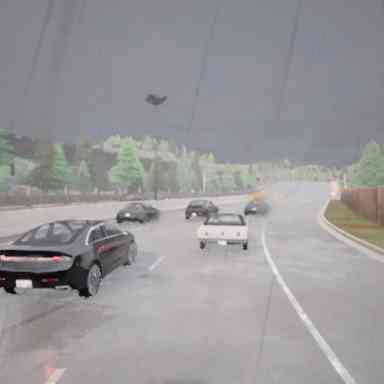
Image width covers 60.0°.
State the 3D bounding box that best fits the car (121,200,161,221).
[{"bbox_3d":[-3.639,1.432,23.294,1.994,1.385,4.181,0,0,14],"label":"car"}]

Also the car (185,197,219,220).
[{"bbox_3d":[0.870,1.377,26.376,1.837,1.490,4.892,0,0,17],"label":"car"}]

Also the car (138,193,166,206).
[{"bbox_3d":[-5.768,1.085,48.538,2.097,1.767,4.553,0,0,23],"label":"car"}]

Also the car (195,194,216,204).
[{"bbox_3d":[2.409,1.211,58.705,2.128,1.511,4.902,0,0,23],"label":"car"}]

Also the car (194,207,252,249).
[{"bbox_3d":[1.456,1.536,14.171,1.895,1.301,4.718,0,0,9],"label":"car"}]

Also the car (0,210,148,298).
[{"bbox_3d":[-2.806,1.437,8.427,2.128,1.511,4.902,0,0,5],"label":"car"}]

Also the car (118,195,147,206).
[{"bbox_3d":[-8.882,1.189,50.158,1.882,1.535,5.008,0,0,23],"label":"car"}]

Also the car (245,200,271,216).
[{"bbox_3d":[6.115,1.437,30.838,1.994,1.385,4.181,0,0,20],"label":"car"}]
